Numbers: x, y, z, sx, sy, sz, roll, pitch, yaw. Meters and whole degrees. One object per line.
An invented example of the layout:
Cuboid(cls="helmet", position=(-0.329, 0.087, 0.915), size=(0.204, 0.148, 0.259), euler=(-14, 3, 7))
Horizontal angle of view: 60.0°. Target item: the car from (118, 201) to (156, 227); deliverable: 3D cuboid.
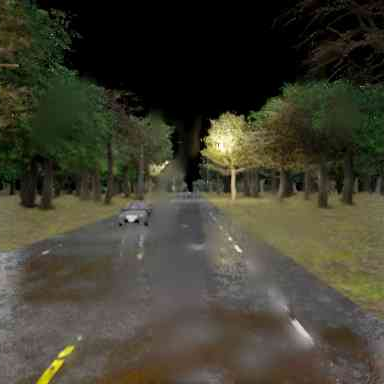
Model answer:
Cuboid(cls="car", position=(-3.496, 1.346, 21.664), size=(2.128, 1.511, 4.902), euler=(0, 0, 0))
